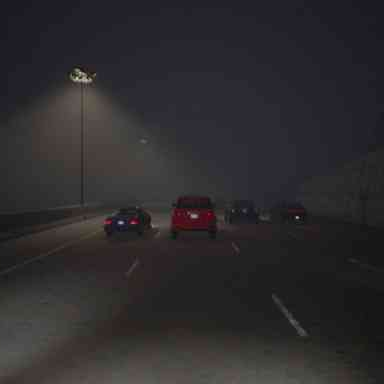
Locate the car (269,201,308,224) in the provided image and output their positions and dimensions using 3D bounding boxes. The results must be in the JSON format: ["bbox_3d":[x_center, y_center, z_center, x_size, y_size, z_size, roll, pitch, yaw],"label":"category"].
[{"bbox_3d":[7.099,1.472,24.842,1.837,1.490,4.892,0,0,0],"label":"car"}]

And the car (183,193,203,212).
[{"bbox_3d":[0.099,1.171,39.011,2.150,2.045,5.566,0,0,0],"label":"car"}]

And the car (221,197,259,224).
[{"bbox_3d":[3.599,1.320,24.823,2.097,1.767,4.553,0,0,0],"label":"car"}]

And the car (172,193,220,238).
[{"bbox_3d":[0.099,1.198,17.808,2.150,2.045,5.566,0,0,0],"label":"car"}]

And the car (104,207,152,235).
[{"bbox_3d":[-3.401,1.524,18.409,2.033,1.411,5.357,0,0,0],"label":"car"}]
